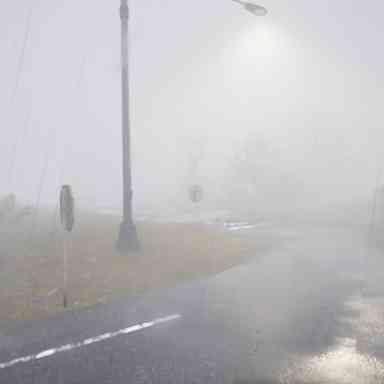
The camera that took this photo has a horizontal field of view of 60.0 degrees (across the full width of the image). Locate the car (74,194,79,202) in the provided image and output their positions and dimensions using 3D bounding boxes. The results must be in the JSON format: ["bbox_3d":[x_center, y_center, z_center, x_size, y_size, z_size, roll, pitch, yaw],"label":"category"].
[{"bbox_3d":[-19.421,0.975,58.735,2.128,1.511,4.902,-1,1,-34],"label":"car"}]

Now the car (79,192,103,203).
[{"bbox_3d":[-16.184,0.850,54.003,2.097,1.767,4.553,-1,1,-33],"label":"car"}]
